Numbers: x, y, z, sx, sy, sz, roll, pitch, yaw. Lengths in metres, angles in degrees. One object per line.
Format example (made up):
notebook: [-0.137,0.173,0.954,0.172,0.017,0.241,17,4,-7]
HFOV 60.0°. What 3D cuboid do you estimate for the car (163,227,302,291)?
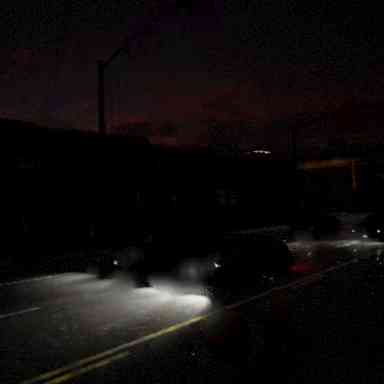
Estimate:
car: [1.432,1.997,10.446,4.181,1.385,1.994,1,-4,-45]

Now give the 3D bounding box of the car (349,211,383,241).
car: [11.538,2.112,20.497,5.357,1.411,2.033,1,-4,-45]

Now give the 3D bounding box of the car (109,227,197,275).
car: [-0.959,2.144,12.983,1.812,1.442,4.674,-4,-4,45]

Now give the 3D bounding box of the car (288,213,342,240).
car: [8.200,2.216,22.109,5.008,1.535,1.882,0,-3,-45]

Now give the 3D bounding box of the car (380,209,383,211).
car: [19.964,2.366,33.687,5.008,1.535,1.882,1,-4,-45]
